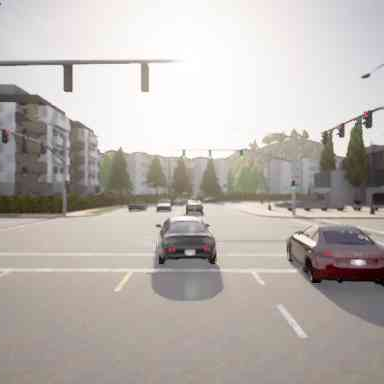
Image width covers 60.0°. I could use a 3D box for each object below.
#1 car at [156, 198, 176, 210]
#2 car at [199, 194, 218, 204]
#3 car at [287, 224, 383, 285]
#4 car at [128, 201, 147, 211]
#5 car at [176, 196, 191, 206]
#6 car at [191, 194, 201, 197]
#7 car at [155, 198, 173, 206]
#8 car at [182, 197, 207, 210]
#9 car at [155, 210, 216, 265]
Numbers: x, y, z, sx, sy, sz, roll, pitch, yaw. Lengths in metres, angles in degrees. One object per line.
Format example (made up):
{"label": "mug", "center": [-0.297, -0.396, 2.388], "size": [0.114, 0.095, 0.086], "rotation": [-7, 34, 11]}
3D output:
{"label": "car", "center": [-3.526, 1.731, 42.367], "size": [2.033, 1.411, 5.357], "rotation": [0, 0, -1]}
{"label": "car", "center": [4.075, 1.787, 73.345], "size": [1.882, 1.535, 5.008], "rotation": [0, 0, 31]}
{"label": "car", "center": [4.042, 1.606, 9.662], "size": [1.994, 1.385, 4.181], "rotation": [0, 0, 6]}
{"label": "car", "center": [-7.001, 1.788, 43.034], "size": [1.895, 1.301, 4.718], "rotation": [0, 0, 0]}
{"label": "car", "center": [-2.074, 1.764, 59.171], "size": [1.837, 1.490, 4.892], "rotation": [0, -1, 14]}
{"label": "car", "center": [0.978, 1.530, 74.993], "size": [2.150, 2.045, 5.566], "rotation": [0, 0, 31]}
{"label": "car", "center": [-5.148, 1.831, 61.221], "size": [1.994, 1.385, 4.181], "rotation": [0, 0, 15]}
{"label": "car", "center": [0.233, 1.654, 37.205], "size": [2.128, 1.511, 4.902], "rotation": [0, 0, -1]}
{"label": "car", "center": [-0.303, 1.577, 11.871], "size": [1.812, 1.442, 4.674], "rotation": [0, 0, -6]}
